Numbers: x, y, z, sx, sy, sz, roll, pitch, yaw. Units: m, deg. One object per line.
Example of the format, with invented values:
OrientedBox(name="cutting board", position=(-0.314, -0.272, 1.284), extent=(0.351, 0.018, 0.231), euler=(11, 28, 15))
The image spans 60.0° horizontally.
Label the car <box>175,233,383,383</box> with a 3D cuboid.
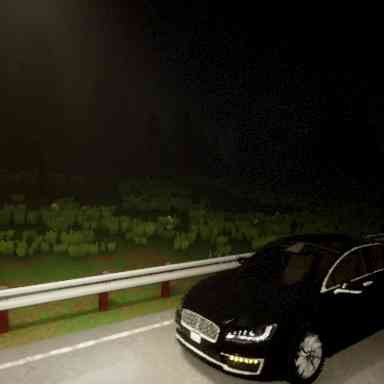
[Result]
OrientedBox(name="car", position=(2.022, 1.502, 5.427), extent=(4.892, 1.490, 1.837), euler=(0, 0, -35))
